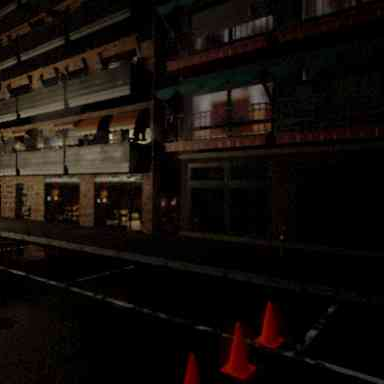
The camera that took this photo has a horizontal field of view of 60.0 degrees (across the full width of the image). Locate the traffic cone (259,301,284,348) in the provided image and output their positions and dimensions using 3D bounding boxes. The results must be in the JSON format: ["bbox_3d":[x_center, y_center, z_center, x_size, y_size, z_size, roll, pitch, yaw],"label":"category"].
[{"bbox_3d":[1.161,1.938,4.987,0.340,0.580,0.340,1,0,36],"label":"traffic cone"}]

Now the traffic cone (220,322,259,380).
[{"bbox_3d":[0.579,1.936,4.174,0.340,0.580,0.340,1,0,36],"label":"traffic cone"}]

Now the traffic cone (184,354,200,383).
[{"bbox_3d":[-0.003,1.935,3.361,0.340,0.580,0.340,1,0,36],"label":"traffic cone"}]
